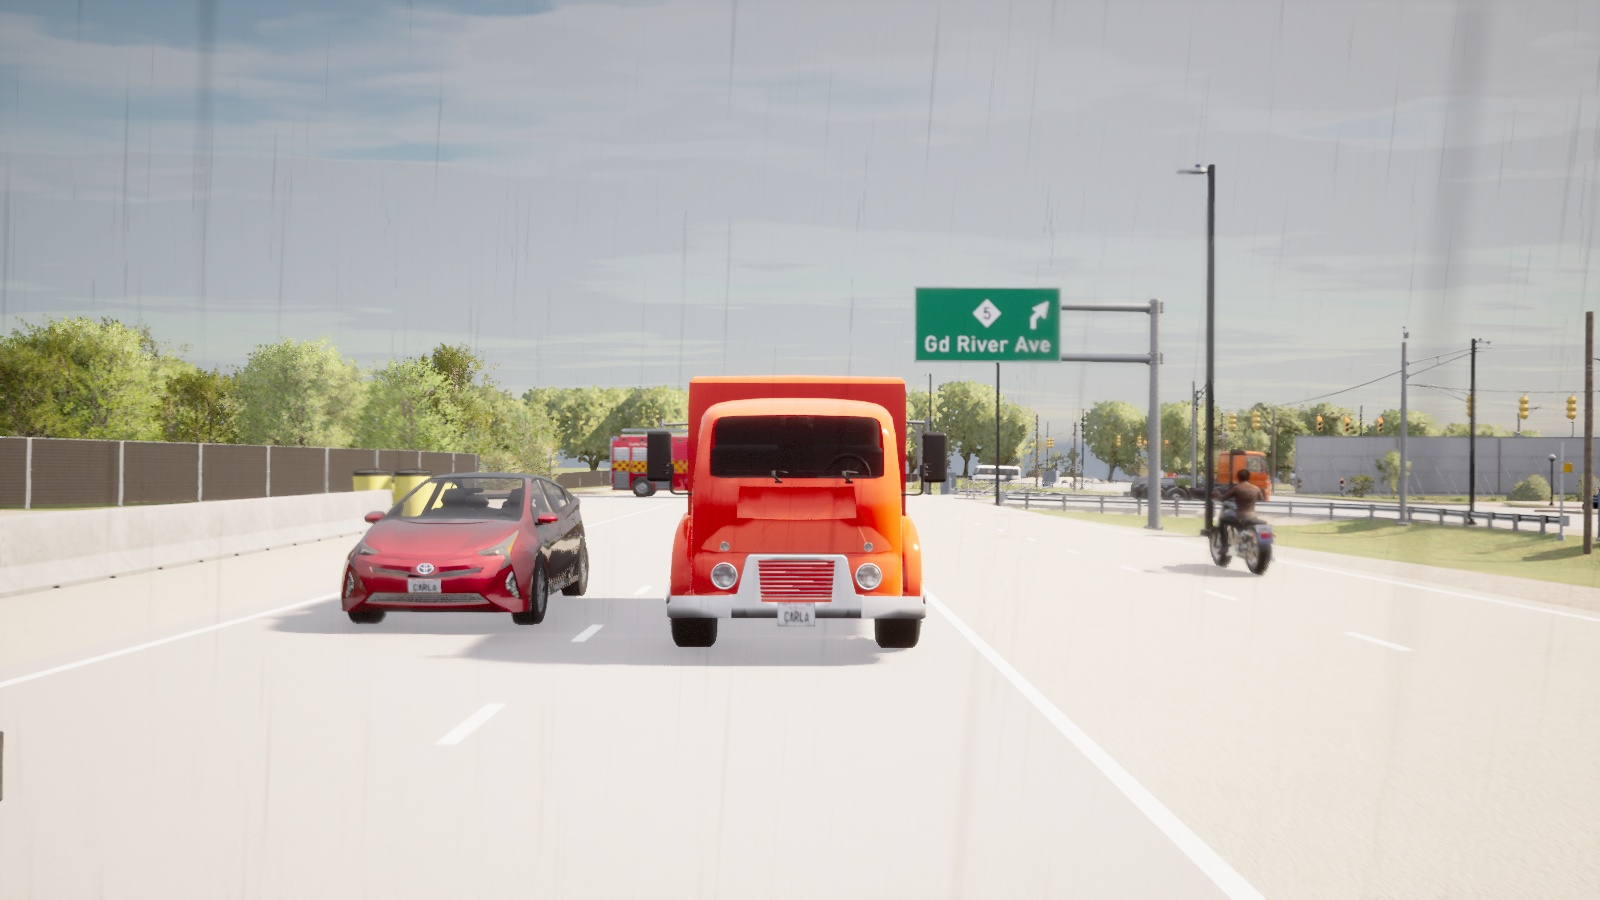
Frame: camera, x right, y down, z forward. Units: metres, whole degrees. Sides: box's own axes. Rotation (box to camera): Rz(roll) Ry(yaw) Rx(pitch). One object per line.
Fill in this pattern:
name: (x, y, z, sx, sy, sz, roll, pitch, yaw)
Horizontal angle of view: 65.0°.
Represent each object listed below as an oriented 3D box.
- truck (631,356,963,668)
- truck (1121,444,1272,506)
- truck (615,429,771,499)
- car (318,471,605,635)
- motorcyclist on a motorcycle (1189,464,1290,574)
truck: (-0.031, 0.534, 12.574, 2.627, 2.467, 5.204, 0, -1, 0)
truck: (23.330, 1.475, 74.089, 7.936, 3.462, 2.891, 1, -1, -1)
truck: (-5.907, 0.792, 70.435, 8.468, 3.827, 2.891, 0, -1, 0)
car: (-3.533, 1.004, 14.057, 2.007, 1.525, 4.514, 0, -1, 0)
motorcyclist on a motorcycle: (6.953, 1.058, 20.002, 0.766, 1.649, 2.350, 0, -1, 0)
